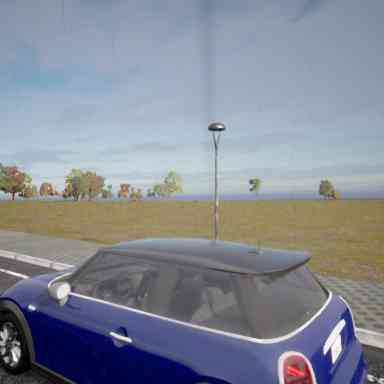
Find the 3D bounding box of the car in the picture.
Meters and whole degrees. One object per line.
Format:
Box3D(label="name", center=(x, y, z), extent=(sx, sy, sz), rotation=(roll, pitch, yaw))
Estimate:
Box3D(label="car", center=(-0.492, 1.353, 4.077), extent=(4.553, 1.767, 2.097), rotation=(0, 0, 36))
